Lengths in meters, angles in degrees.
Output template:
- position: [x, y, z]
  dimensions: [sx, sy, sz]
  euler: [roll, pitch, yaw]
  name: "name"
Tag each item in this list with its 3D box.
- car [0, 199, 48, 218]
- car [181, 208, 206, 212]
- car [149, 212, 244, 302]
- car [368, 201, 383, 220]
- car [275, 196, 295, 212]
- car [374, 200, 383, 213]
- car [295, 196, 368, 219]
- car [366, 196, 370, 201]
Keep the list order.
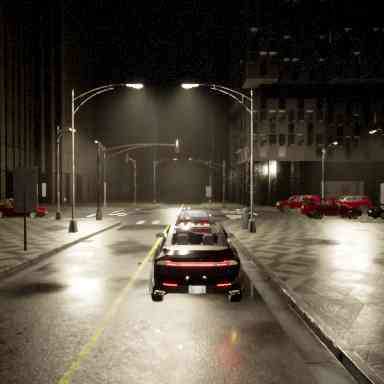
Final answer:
- position: [-14.959, 1.567, 29.035]
  dimensions: [4.507, 1.381, 1.887]
  euler: [0, 1, 0]
  name: "car"
- position: [0.077, 1.550, 17.944]
  dimensions: [2.033, 1.411, 5.357]
  euler: [0, 0, 0]
  name: "car"
- position: [0.089, 1.490, 8.235]
  dimensions: [2.128, 1.511, 4.902]
  euler: [0, 0, 0]
  name: "car"
- position: [17.725, 1.743, 29.180]
  dimensions: [4.313, 1.339, 1.947]
  euler: [0, 1, 0]
  name: "car"
- position: [12.055, 1.326, 37.676]
  dimensions: [5.009, 1.841, 2.192]
  euler: [0, 1, 0]
  name: "car"
- position: [23.340, 1.635, 37.729]
  dimensions: [4.313, 1.339, 1.947]
  euler: [0, 1, 0]
  name: "car"
- position: [12.083, 1.463, 29.152]
  dimensions: [5.009, 1.841, 2.192]
  euler: [0, 1, 0]
  name: "car"
- position: [17.699, 1.354, 37.701]
  dimensions: [5.009, 1.841, 2.192]
  euler: [0, 1, 0]
  name: "car"
